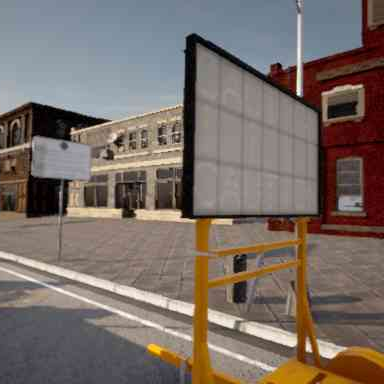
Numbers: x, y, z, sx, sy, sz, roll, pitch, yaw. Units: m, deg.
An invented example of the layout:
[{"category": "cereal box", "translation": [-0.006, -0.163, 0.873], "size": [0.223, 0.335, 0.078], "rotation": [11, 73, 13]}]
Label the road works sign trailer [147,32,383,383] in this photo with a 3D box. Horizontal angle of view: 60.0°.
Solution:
[{"category": "road works sign trailer", "translation": [0.559, 0.648, 3.321], "size": [2.880, 3.560, 2.380], "rotation": [-1, -4, 42]}]
